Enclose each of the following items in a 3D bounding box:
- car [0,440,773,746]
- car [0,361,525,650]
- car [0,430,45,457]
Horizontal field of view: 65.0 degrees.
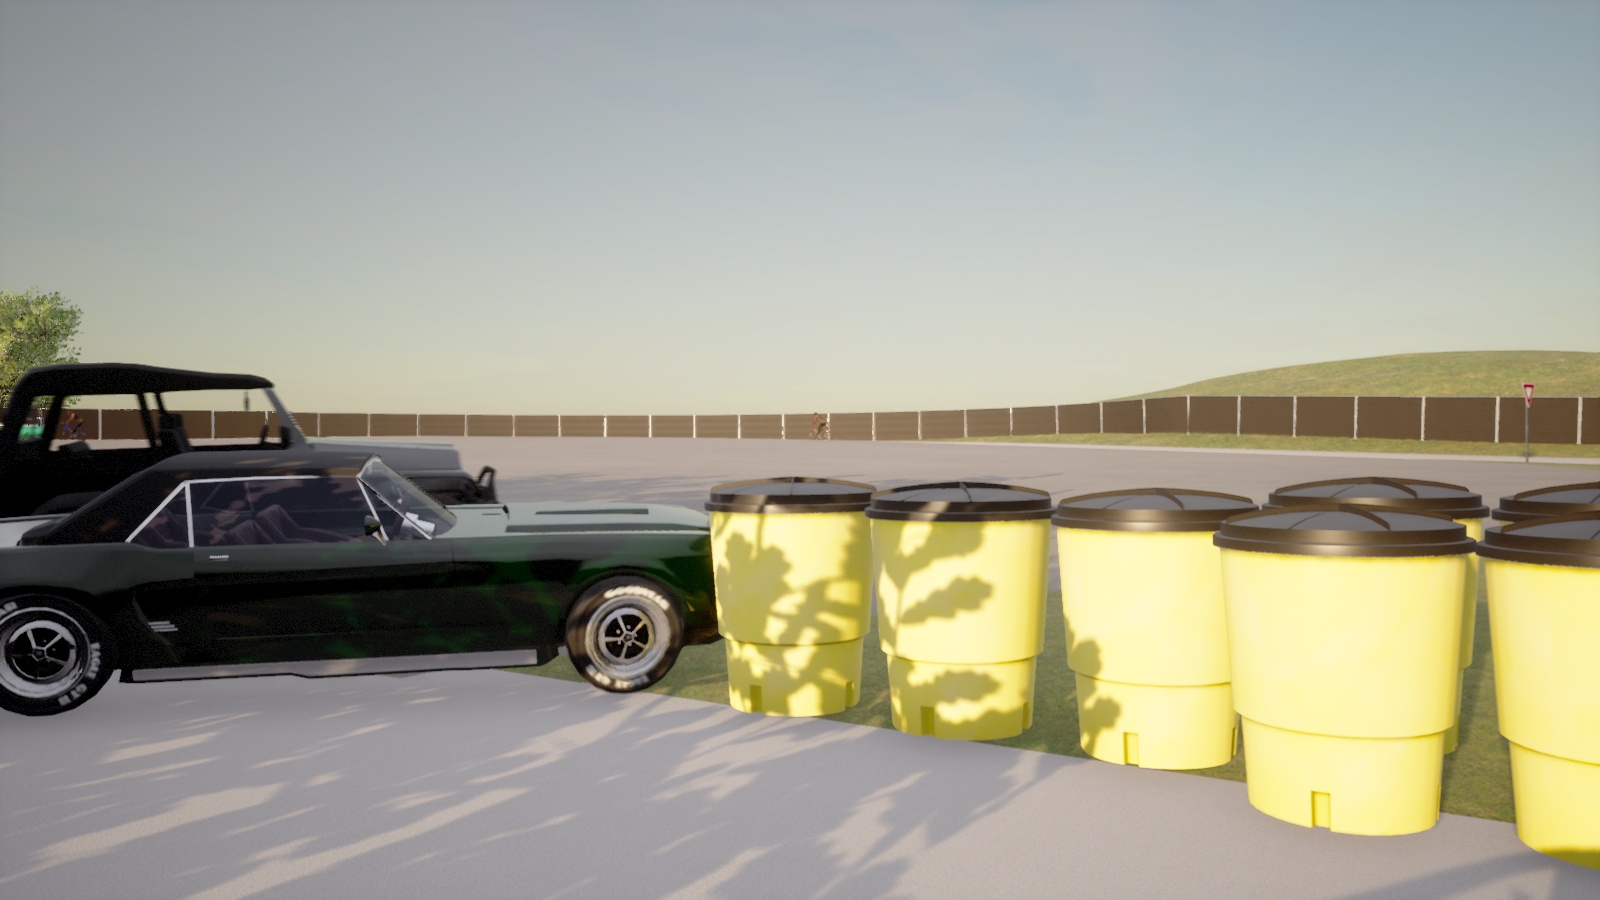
[{"bbox_3d":[-2.679,0.706,7.403,4.718,1.301,1.895,-2,4,-14],"label":"car"},{"bbox_3d":[-4.368,0.308,10.080,3.866,1.878,1.905,-4,4,-22],"label":"car"},{"bbox_3d":[-42.104,-0.353,67.550,2.207,1.376,1.481,-2,1,-44],"label":"car"}]
